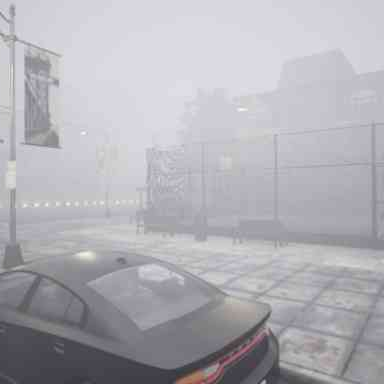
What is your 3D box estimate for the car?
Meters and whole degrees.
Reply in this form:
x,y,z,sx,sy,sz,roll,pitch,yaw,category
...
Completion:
x,y,z,sx,sy,sz,roll,pitch,yaw,category
-1.461,1.501,4.179,5.008,1.535,2.097,0,0,35,car
